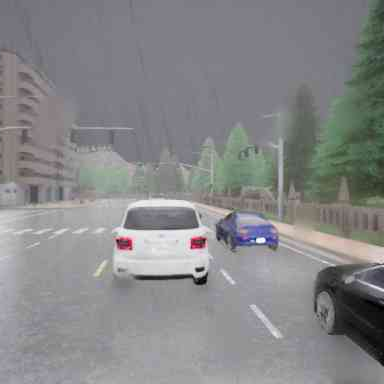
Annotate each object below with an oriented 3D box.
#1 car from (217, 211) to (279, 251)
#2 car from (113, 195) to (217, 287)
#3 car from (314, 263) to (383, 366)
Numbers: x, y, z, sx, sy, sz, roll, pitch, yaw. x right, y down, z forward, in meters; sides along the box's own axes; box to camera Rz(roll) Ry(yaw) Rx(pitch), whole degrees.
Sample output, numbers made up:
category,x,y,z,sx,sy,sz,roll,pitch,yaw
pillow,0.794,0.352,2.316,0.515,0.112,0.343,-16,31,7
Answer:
category,x,y,z,sx,sy,sz,roll,pitch,yaw
car,2.183,1.526,13.982,1.812,1.442,4.674,0,0,-6
car,-0.848,1.224,9.501,2.150,2.045,5.566,0,0,-5
car,3.084,1.493,3.817,2.128,1.511,4.902,0,0,-3
